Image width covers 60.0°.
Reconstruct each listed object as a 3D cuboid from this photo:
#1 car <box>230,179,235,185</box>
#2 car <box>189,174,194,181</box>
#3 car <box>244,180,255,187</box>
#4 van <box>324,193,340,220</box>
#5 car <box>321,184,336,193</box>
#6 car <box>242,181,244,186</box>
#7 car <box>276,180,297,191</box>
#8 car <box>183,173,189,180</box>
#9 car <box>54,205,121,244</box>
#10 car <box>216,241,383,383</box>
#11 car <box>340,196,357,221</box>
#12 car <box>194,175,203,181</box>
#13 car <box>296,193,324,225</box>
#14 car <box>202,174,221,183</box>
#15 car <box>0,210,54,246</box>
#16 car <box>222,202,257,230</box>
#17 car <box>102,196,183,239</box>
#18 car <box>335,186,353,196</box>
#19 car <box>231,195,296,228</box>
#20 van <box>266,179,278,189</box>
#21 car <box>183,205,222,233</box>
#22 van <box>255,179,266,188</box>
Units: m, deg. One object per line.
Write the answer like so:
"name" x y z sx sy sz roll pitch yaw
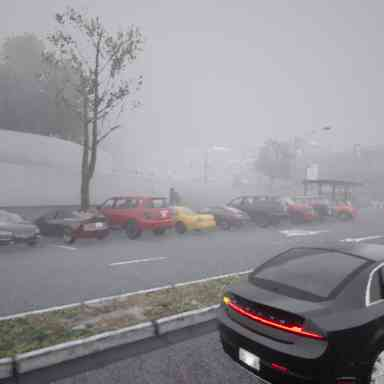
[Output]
"car" 10.754 -2.290 78.683 2.002 1.452 4.674 7 3 35
"car" 2.033 -3.823 90.940 2.185 1.767 4.553 6 3 34
"car" 14.317 -1.785 73.892 1.946 1.575 5.366 7 3 35
"van" 8.870 1.308 26.238 4.442 1.987 1.878 -1 -1 35
"car" 24.555 -0.399 58.918 2.435 2.045 5.566 7 3 35
"car" 12.491 -2.016 76.217 2.002 1.452 4.674 7 4 35
"car" 19.362 -0.965 66.316 2.231 1.521 4.892 7 3 35
"car" 0.309 -4.057 93.414 2.185 1.767 4.553 4 1 34
"car" -6.005 1.527 15.940 4.792 1.488 2.163 -1 -1 35
"car" 2.582 1.513 4.960 4.892 1.490 1.837 -1 0 -35
"car" 11.283 1.416 27.983 4.553 1.767 2.185 -1 -1 35
"car" 3.821 -3.671 88.470 2.435 2.045 5.566 7 3 34
"car" 6.327 1.277 24.574 5.566 2.045 2.435 -1 -1 35
"car" 5.667 -3.148 86.206 1.946 1.575 5.366 7 3 34
"car" -8.429 1.494 14.199 4.892 1.521 2.231 -1 -1 35
"car" 1.378 1.555 21.123 4.674 1.452 2.002 -1 -1 35
"car" -3.556 1.252 17.679 5.566 2.045 2.435 -1 -1 35
"car" 26.240 0.163 56.441 2.002 1.452 4.674 7 3 35
"car" 3.810 1.271 22.875 5.566 2.045 2.435 -1 -1 35
"van" 17.608 -1.464 68.682 1.878 1.987 4.442 7 4 35
"car" -1.232 1.508 19.501 5.366 1.575 1.946 -1 -1 35
"van" 15.885 -1.737 71.158 1.878 1.987 4.442 7 4 35
